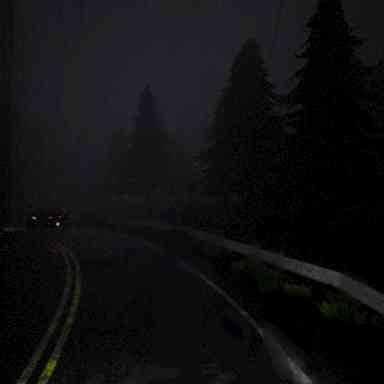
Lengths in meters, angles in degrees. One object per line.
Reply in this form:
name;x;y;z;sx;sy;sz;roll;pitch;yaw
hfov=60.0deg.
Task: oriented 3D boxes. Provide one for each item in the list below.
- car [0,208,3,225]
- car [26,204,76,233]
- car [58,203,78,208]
car;-16.603;1.815;26.509;2.150;2.045;5.566;-4;1;-23
car;-9.671;1.774;22.174;1.837;1.490;4.892;-4;1;-38
car;-14.724;2.013;38.968;1.837;1.490;4.892;0;0;6
